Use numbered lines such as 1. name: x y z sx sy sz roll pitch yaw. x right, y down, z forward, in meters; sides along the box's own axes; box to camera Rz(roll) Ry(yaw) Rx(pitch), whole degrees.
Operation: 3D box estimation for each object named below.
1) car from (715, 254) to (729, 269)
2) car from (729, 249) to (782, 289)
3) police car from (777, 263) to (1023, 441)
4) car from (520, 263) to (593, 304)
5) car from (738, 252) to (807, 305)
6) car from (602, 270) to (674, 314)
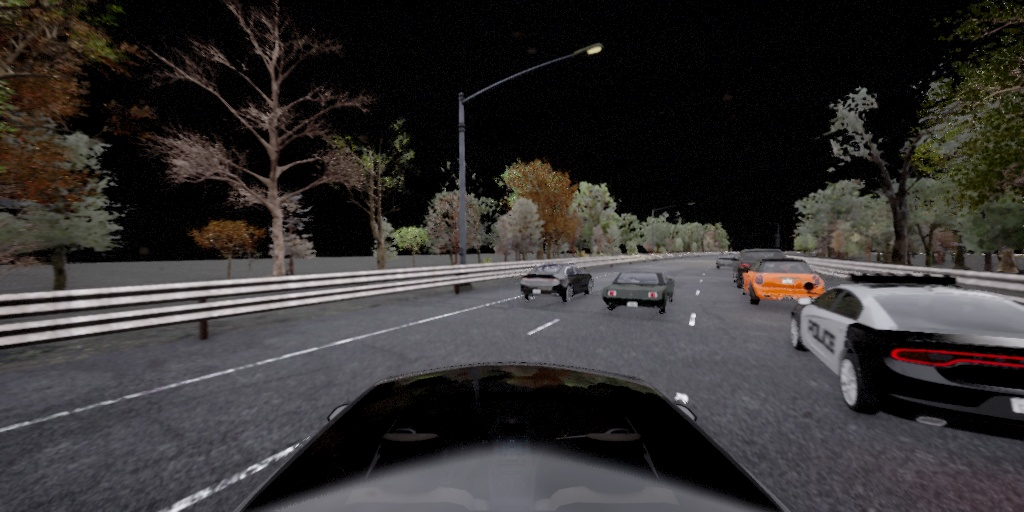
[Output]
1. car: 22.997 0.597 38.463 2.128 1.511 4.902 0 1 31
2. car: 13.202 0.641 19.240 2.150 2.045 5.566 0 1 29
3. police car: 5.743 1.075 5.409 1.930 1.638 5.238 0 1 28
4. car: 2.059 1.059 15.362 2.128 1.511 4.902 0 1 28
5. car: 10.329 0.855 13.993 2.097 1.767 4.553 0 1 28
6. car: 4.754 1.170 12.995 1.895 1.301 4.718 0 1 28
